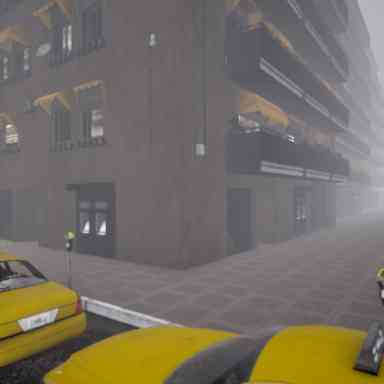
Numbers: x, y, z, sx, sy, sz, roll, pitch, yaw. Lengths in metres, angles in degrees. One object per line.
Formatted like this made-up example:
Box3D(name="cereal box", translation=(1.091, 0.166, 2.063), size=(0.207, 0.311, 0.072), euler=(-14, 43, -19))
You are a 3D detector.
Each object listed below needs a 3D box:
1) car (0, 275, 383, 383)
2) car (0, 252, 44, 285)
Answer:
Box3D(name="car", translation=(0.846, 1.526, 2.122), size=(4.829, 1.417, 1.752), euler=(0, 0, 36))
Box3D(name="car", translation=(-3.743, 1.529, 5.402), size=(4.829, 1.417, 1.752), euler=(0, 0, 36))
